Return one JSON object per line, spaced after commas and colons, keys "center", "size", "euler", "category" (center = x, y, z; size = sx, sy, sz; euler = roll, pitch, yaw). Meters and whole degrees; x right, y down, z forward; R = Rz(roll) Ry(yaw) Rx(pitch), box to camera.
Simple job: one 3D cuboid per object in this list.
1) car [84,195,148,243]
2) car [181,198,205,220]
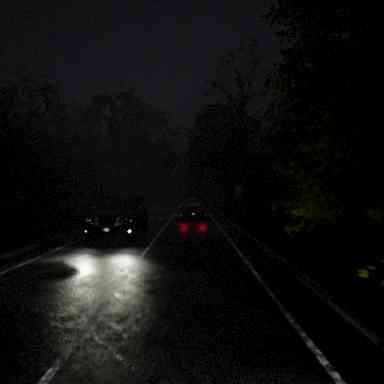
{"center": [-3.506, 1.191, 16.392], "size": [2.150, 2.045, 5.566], "euler": [0, 0, 0], "category": "car"}
{"center": [0.095, 1.460, 27.538], "size": [1.812, 1.442, 4.674], "euler": [0, 0, 0], "category": "car"}
